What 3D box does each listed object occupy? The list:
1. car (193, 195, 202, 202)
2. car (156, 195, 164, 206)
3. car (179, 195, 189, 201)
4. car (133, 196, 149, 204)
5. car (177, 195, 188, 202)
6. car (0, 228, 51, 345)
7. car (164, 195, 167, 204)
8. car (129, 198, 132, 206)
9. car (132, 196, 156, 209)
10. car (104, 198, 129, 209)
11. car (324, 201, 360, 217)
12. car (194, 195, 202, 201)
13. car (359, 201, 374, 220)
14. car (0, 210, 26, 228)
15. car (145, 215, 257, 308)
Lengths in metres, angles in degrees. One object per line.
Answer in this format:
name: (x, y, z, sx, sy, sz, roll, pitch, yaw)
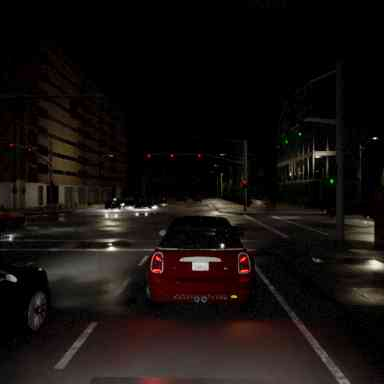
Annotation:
car: (1.237, 1.467, 73.805, 1.882, 1.535, 5.008, 0, 0, 2)
car: (-6.412, 1.483, 55.005, 2.128, 1.511, 4.902, 0, 0, 2)
car: (-1.966, 1.527, 83.912, 2.033, 1.411, 5.357, 0, 0, 2)
car: (-9.618, 1.483, 63.658, 2.128, 1.511, 4.902, 0, 0, 2)
car: (-2.262, 1.513, 73.826, 2.128, 1.511, 4.902, 0, 0, 2)
car: (-3.397, 1.491, 3.856, 2.128, 1.511, 4.902, 0, 0, 1)
car: (-6.077, 1.342, 64.809, 2.097, 1.767, 4.553, 0, 0, 2)
car: (-9.978, 1.593, 52.920, 1.895, 1.301, 4.718, 0, 0, 2)
car: (-6.636, 1.557, 46.114, 1.994, 1.385, 4.181, 0, 0, 1)
car: (-10.166, 1.557, 44.118, 1.994, 1.385, 4.181, 0, 0, 1)
car: (14.502, 1.542, 29.998, 4.902, 1.511, 2.128, 0, 0, 1)
car: (1.536, 1.465, 83.960, 1.882, 1.535, 5.008, 0, 0, 2)
car: (16.690, 1.599, 26.451, 5.357, 1.411, 2.033, 0, 0, 1)
car: (-12.601, 1.504, 19.854, 5.008, 1.535, 1.882, 0, 0, 1)
car: (0.218, 1.351, 8.085, 2.097, 1.767, 4.553, 0, 0, 2)
